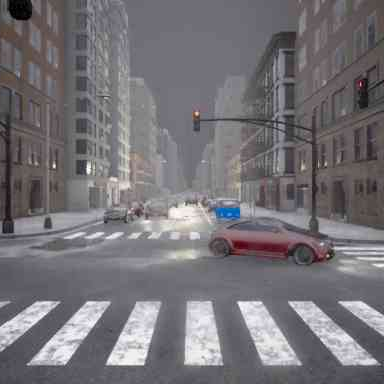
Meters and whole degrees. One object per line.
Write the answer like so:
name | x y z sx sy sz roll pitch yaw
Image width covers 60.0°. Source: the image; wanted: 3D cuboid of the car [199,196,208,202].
car | 2.557 1.525 76.171 2.008 1.369 4.403 0 0 0

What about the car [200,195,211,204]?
car | 2.569 1.422 64.809 1.967 1.590 4.097 0 0 0

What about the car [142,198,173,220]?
car | -2.876 1.524 28.649 1.812 1.442 4.674 0 0 0

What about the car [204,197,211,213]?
car | 2.598 1.580 36.402 1.802 1.307 4.206 0 0 0

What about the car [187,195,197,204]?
car | -0.069 1.460 65.168 1.882 1.535 5.008 0 0 0

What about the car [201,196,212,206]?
car | 2.586 1.576 47.765 1.802 1.307 4.206 0 0 0

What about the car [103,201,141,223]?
car | -5.415 1.550 25.023 2.008 1.369 4.403 0 0 0

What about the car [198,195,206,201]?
car | 2.545 1.531 87.534 1.947 1.339 4.313 0 0 0

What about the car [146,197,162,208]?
car | -5.439 1.520 47.580 1.752 1.417 4.829 0 0 0

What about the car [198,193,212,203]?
car | 2.581 1.305 53.446 2.192 1.841 5.009 0 0 0

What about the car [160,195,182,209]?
car | -2.867 1.488 45.946 2.128 1.511 4.902 0 0 0

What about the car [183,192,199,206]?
car | -0.059 1.341 55.136 2.097 1.767 4.553 0 0 0

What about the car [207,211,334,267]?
car | 2.648 1.588 11.529 4.181 1.385 1.994 0 0 27

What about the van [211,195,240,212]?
van | 2.610 1.340 25.040 1.690 1.788 3.998 0 0 0

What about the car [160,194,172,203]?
car | -5.462 1.293 70.477 2.192 1.841 5.009 0 0 0

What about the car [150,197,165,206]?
car | -5.444 1.556 53.432 1.947 1.339 4.313 0 0 0
